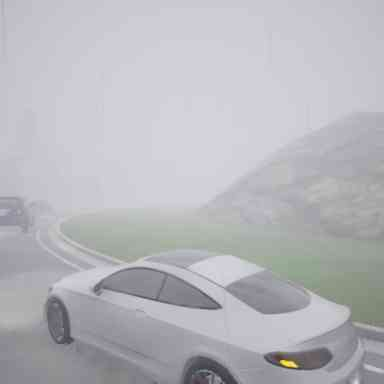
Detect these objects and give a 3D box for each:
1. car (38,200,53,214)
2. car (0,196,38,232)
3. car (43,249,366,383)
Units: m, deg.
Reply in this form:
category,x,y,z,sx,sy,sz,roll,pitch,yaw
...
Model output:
category,x,y,z,sx,sy,sz,roll,pitch,yaw
car,-16.498,1.551,35.364,1.812,1.442,4.674,0,0,2
car,-10.789,1.226,19.886,2.150,2.045,5.566,0,0,-21
car,-0.235,1.546,4.593,4.674,1.442,1.812,0,0,40
